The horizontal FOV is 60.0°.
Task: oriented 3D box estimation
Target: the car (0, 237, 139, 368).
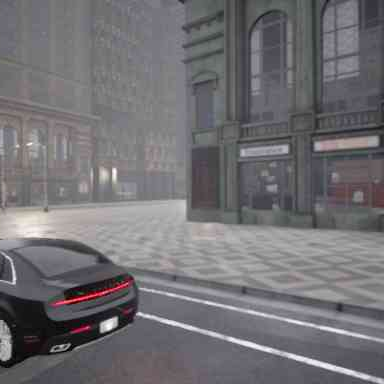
[{"bbox_3d":[-3.100,1.568,5.896,4.892,1.490,1.837,-1,0,35],"label":"car"}]
